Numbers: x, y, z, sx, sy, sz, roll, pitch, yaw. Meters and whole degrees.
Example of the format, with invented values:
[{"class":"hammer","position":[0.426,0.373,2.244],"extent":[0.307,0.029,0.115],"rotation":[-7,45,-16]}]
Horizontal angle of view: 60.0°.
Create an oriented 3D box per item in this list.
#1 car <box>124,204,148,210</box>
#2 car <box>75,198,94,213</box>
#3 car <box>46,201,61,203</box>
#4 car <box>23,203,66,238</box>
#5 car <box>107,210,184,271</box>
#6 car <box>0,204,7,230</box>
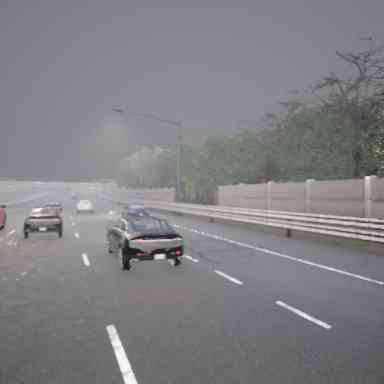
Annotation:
[{"class":"car","position":[-5.109,1.773,30.061],"extent":[1.812,1.442,4.674],"rotation":[1,-1,-21]},{"class":"car","position":[-13.505,1.804,41.839],"extent":[1.812,1.442,4.674],"rotation":[1,-1,-21]},{"class":"car","position":[-14.266,1.695,34.335],"extent":[2.128,1.511,4.902],"rotation":[1,-1,-21]},{"class":"car","position":[-8.144,1.602,18.481],"extent":[2.128,1.511,4.902],"rotation":[1,-1,-21]},{"class":"car","position":[-1.776,1.591,11.487],"extent":[2.128,1.511,4.902],"rotation":[1,-1,-21]},{"class":"car","position":[-12.045,1.303,18.869],"extent":[2.150,2.045,5.566],"rotation":[1,0,-22]}]
